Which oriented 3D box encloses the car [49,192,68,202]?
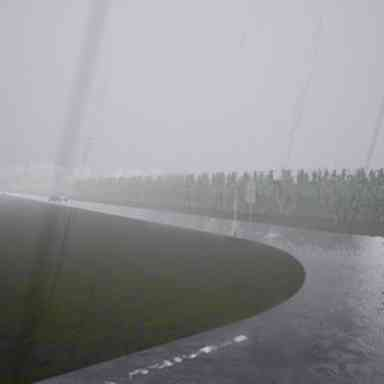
[{"bbox_3d":[-19.762,0.715,49.170,2.128,1.511,4.902,1,0,-36],"label":"car"}]
